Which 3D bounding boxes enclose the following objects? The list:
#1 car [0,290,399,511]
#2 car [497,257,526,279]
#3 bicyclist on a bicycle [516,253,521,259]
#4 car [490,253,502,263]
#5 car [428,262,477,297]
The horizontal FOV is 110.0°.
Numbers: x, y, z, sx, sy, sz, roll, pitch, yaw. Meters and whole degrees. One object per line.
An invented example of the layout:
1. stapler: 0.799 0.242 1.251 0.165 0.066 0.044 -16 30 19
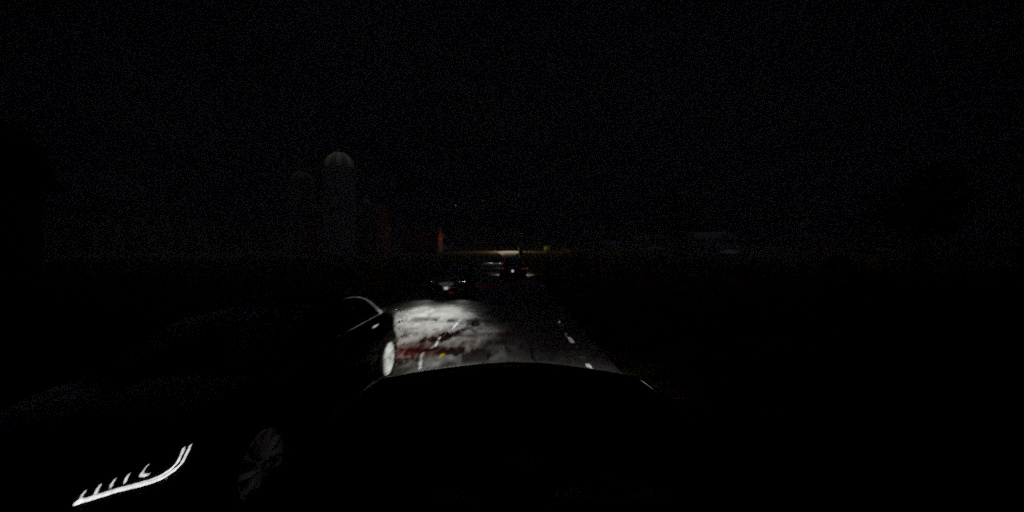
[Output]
1. car: -2.846 1.242 4.291 1.837 1.490 4.892 0 0 0
2. car: 0.094 1.008 27.531 1.994 1.385 4.181 0 1 1
3. bicyclist on a bicycle: 0.826 0.555 47.829 0.866 1.612 1.509 0 1 0
4. car: -2.689 0.276 61.081 1.882 1.535 5.008 0 2 1
5. car: -2.816 1.082 17.733 2.128 1.511 4.902 0 1 0
